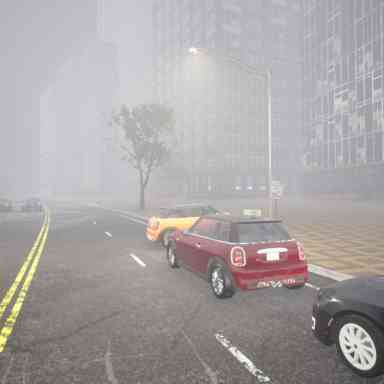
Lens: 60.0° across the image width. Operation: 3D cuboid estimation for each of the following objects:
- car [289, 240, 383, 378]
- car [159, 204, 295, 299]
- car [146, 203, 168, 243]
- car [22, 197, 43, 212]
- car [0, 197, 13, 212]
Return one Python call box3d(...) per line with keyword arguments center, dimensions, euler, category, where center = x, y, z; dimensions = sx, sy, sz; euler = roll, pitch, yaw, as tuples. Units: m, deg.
box3d(center=(3.614, 1.505, 3.383), dimensions=(1.837, 1.490, 4.892), euler=(0, 0, -36), category="car")
box3d(center=(0.874, 1.355, 8.851), dimensions=(2.097, 1.767, 4.553), euler=(0, 0, -22), category="car")
box3d(center=(0.365, 1.276, 14.448), dimensions=(4.553, 1.767, 2.097), euler=(-3, 1, -18), category="car")
box3d(center=(-18.864, 1.393, 39.376), dimensions=(2.097, 1.767, 4.553), euler=(0, 0, -24), category="car")
box3d(center=(-21.832, 1.390, 38.052), dimensions=(2.097, 1.767, 4.553), euler=(0, 0, -24), category="car")
